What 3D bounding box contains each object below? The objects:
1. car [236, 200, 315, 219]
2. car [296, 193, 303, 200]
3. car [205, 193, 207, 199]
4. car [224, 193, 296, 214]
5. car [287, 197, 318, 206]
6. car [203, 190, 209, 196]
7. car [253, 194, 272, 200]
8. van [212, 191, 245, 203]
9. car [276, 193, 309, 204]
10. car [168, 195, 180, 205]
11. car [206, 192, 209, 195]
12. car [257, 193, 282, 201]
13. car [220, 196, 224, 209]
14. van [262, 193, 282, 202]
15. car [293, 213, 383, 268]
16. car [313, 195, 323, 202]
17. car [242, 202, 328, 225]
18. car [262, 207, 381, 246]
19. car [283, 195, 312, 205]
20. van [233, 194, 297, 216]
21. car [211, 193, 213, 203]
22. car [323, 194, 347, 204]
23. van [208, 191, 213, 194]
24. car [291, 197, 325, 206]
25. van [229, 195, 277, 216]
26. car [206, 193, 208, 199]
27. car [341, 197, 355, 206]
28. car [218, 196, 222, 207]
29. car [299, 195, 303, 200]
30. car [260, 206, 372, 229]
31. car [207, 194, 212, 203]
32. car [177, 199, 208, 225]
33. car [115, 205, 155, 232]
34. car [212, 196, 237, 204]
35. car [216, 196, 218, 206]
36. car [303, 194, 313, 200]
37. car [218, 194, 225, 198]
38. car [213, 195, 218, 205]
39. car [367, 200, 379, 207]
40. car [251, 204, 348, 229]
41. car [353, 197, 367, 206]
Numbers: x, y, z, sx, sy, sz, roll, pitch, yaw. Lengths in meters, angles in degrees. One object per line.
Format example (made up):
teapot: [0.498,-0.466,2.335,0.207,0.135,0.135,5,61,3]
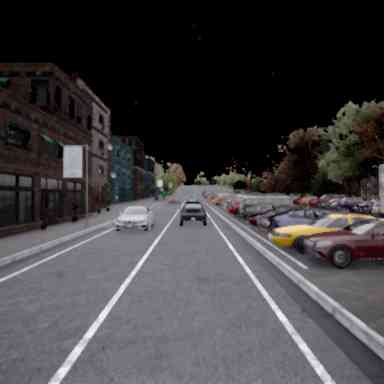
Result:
car: [6.071,1.562,24.638,4.892,1.521,2.231,0,0,0]
car: [19.209,1.436,52.454,4.553,1.767,2.185,0,0,0]
car: [6.430,1.516,80.304,5.366,1.575,1.946,0,0,0]
car: [6.066,1.312,30.205,5.566,2.045,2.435,0,0,0]
car: [19.261,1.596,58.022,4.674,1.452,2.002,0,0,0]
car: [6.290,1.255,85.871,5.566,2.045,2.435,0,0,0]
car: [19.390,1.364,91.565,4.553,1.767,2.185,0,0,0]
van: [6.053,1.333,55.318,4.442,1.987,1.878,0,0,0]
car: [19.247,1.298,63.591,5.566,2.045,2.435,0,0,0]
car: [-3.323,1.385,61.347,2.097,1.767,4.553,0,0,1]
car: [6.206,1.399,77.647,4.553,1.767,2.185,0,0,0]
car: [19.305,1.261,83.087,5.566,2.045,2.435,0,0,0]
car: [6.305,1.562,38.554,5.366,1.575,1.946,0,0,0]
van: [19.208,1.293,80.302,4.442,1.987,1.878,0,0,0]
car: [6.052,1.596,10.864,4.674,1.452,2.002,1,0,1]
car: [19.223,1.567,44.098,4.892,1.521,2.231,0,0,0]
car: [6.040,1.590,21.855,4.792,1.488,2.163,0,0,0]
car: [5.859,1.554,13.506,5.366,1.575,1.946,0,0,0]
car: [19.235,1.427,60.807,4.553,1.767,2.185,0,0,0]
van: [5.970,1.336,27.546,4.442,1.987,1.878,0,0,0]
car: [6.147,1.430,58.038,4.553,1.767,2.185,0,0,0]
car: [19.239,1.440,41.312,4.553,1.767,2.185,0,0,0]
van: [6.337,1.310,71.954,4.442,1.987,1.878,0,0,0]
car: [19.244,1.559,55.238,5.008,1.535,2.097,0,0,0]
van: [5.986,1.338,32.988,4.442,1.987,1.878,0,0,0]
car: [6.235,1.531,74.739,4.892,1.521,2.231,0,0,0]
car: [19.161,1.595,35.743,4.792,1.488,2.163,0,0,0]
car: [6.134,1.566,41.337,4.892,1.521,2.231,0,0,0]
car: [19.238,1.563,49.669,5.008,1.535,2.097,0,0,0]
car: [6.082,1.587,16.288,4.792,1.488,2.163,0,0,0]
car: [6.001,1.550,60.822,5.366,1.575,1.946,0,0,0]
car: [0.089,1.536,24.383,1.837,1.490,4.892,0,0,0]
car: [-3.359,1.553,20.260,1.812,1.442,4.674,0,0,0]
car: [6.197,1.590,63.604,4.674,1.452,2.002,0,0,0]
car: [6.147,1.604,46.905,4.674,1.452,2.002,0,0,0]
car: [19.197,1.313,46.882,5.566,2.045,2.435,0,0,0]
car: [6.105,1.440,44.122,4.553,1.767,2.185,0,0,0]
car: [6.132,1.591,52.471,4.792,1.488,2.163,0,0,0]
car: [19.360,1.560,30.297,5.366,1.575,1.946,0,0,0]
car: [6.064,1.599,19.072,4.674,1.452,2.002,0,0,0]
car: [19.188,1.564,32.957,5.008,1.535,2.097,0,0,0]
